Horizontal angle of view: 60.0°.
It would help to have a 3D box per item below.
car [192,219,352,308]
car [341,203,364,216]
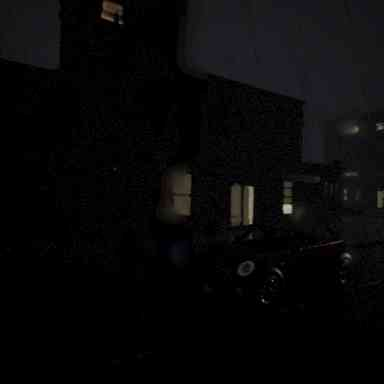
[{"bbox_3d":[1.979,1.469,7.950,4.097,1.590,1.967,0,1,-35],"label":"car"},{"bbox_3d":[15.289,1.764,34.179,1.887,1.381,4.507,1,-1,-35],"label":"car"}]
